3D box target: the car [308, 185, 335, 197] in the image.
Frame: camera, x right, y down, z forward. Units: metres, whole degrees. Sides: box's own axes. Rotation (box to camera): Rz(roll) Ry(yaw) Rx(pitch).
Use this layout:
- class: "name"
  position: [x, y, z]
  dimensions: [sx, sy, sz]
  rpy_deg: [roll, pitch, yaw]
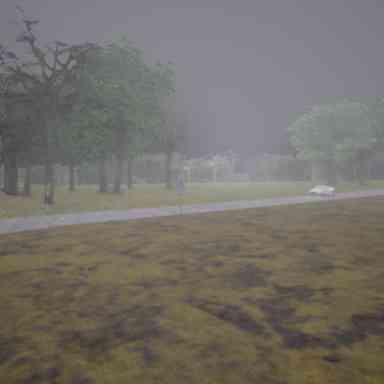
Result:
- class: "car"
  position: [17.481, -0.199, 44.696]
  dimensions: [4.674, 1.442, 1.812]
  rpy_deg: [-2, 3, -38]
